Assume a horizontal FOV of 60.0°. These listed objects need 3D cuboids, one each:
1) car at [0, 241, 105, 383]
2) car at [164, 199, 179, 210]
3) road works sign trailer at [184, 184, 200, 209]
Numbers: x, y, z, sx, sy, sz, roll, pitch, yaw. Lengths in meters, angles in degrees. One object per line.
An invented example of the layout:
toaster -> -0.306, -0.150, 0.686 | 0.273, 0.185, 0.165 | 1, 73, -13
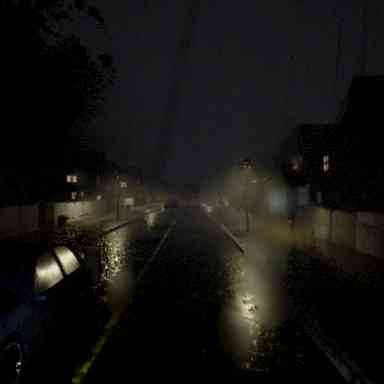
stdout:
car -> -2.849, 1.555, 5.226 | 2.033, 1.411, 5.357 | 0, 0, 0
car -> -2.833, 1.727, 46.477 | 2.033, 1.411, 5.357 | 0, 0, 0
road works sign trailer -> -0.004, 0.660, 48.712 | 2.380, 3.560, 2.880 | 0, 0, 1
